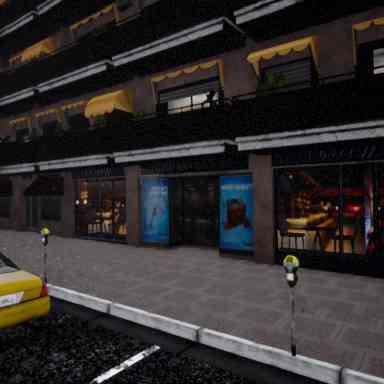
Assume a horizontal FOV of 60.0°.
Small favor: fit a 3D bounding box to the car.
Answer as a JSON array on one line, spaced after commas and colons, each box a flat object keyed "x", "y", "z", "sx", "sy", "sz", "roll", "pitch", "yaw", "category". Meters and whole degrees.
[{"x": -4.552, "y": 1.527, "z": 6.127, "sx": 4.829, "sy": 1.417, "sz": 1.752, "roll": 0, "pitch": -1, "yaw": 35, "category": "car"}]
